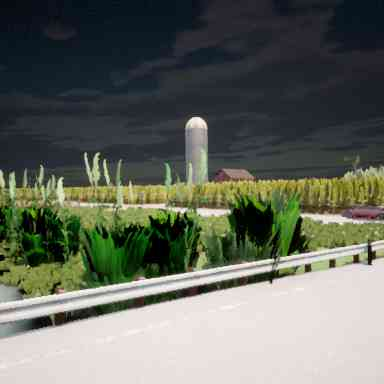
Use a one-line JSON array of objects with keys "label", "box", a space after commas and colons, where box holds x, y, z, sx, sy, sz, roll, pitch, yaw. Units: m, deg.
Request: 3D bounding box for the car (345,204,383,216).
[{"label": "car", "box": [15.522, 1.778, 29.302, 1.994, 1.385, 4.181, -1, 1, -42]}]
